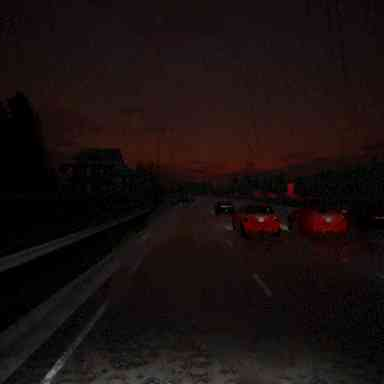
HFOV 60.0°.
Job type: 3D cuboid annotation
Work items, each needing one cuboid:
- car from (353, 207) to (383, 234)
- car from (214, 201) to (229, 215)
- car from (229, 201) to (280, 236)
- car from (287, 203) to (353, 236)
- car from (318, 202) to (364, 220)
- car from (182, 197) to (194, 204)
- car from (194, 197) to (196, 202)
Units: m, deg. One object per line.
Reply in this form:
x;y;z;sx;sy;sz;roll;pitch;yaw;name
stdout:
10.596;1.634;20.441;2.128;1.511;4.902;0;0;0;car
3.593;1.749;37.242;2.128;1.511;4.902;0;0;0;car
3.596;1.486;19.363;2.097;1.767;4.553;0;0;0;car
7.097;1.486;19.359;2.097;1.767;4.553;0;0;0;car
14.092;1.769;31.895;2.033;1.411;5.357;0;0;0;car
-1.240;1.874;75.732;2.097;1.767;4.553;0;0;0;car
-0.017;2.029;92.455;2.033;1.411;5.357;0;0;0;car
